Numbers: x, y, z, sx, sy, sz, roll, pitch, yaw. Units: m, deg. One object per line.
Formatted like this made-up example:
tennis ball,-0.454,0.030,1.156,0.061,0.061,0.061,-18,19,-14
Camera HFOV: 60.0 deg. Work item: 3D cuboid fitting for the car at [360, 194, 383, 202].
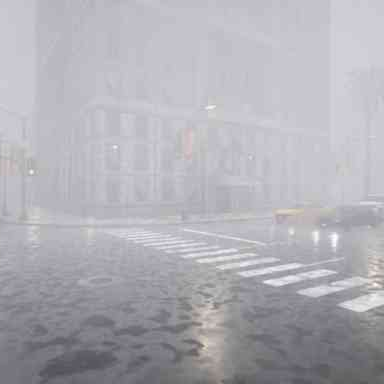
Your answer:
car,16.513,1.221,29.463,5.566,2.045,2.150,0,0,-33

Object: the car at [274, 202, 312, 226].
car,8.027,1.478,23.842,5.008,1.535,1.882,0,0,-34

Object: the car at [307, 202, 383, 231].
car,9.953,1.547,20.924,5.357,1.411,2.033,0,0,-34
